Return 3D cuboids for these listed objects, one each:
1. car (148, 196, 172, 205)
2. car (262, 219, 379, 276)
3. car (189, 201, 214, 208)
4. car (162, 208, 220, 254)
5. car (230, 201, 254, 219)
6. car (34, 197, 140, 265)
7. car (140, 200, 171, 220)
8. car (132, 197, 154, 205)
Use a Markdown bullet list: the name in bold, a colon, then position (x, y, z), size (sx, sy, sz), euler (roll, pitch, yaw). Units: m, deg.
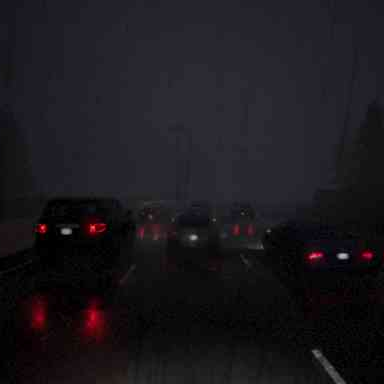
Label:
- **car**: position (-5.659, 1.489, 59.360), size (2.128, 1.511, 4.902), euler (0, 0, 23)
- **car**: position (3.541, 1.548, 10.279), size (2.033, 1.411, 5.357), euler (0, 0, 0)
- **car**: position (0.801, 1.492, 28.728), size (2.128, 1.511, 4.902), euler (0, 0, 7)
- **car**: position (0.073, 1.564, 13.563), size (1.994, 1.385, 4.181), euler (0, 0, 1)
- **car**: position (4.318, 1.492, 28.653), size (2.128, 1.511, 4.902), euler (0, 0, 7)
- **car**: position (-3.438, 1.214, 11.729), size (2.150, 2.045, 5.566), euler (0, -1, 0)
- **car**: position (-2.891, 1.600, 27.394), size (1.895, 1.301, 4.718), euler (0, 0, 6)
- **car**: position (-8.902, 1.599, 60.766), size (1.895, 1.301, 4.718), euler (0, 0, 23)
